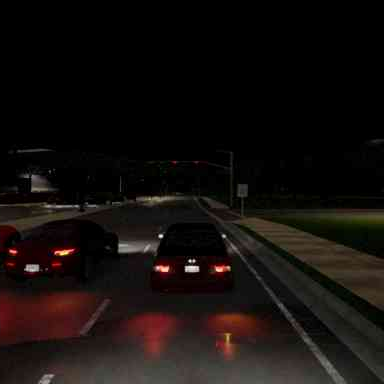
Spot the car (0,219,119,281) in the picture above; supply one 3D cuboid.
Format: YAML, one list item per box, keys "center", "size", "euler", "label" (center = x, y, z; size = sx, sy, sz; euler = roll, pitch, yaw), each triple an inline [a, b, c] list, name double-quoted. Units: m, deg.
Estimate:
- center: [-3.496, 1.526, 9.702]
  size: [1.812, 1.442, 4.674]
  euler: [0, 0, 1]
  label: "car"

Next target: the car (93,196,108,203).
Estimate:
- center: [-19.769, 1.551, 71.959]
  size: [1.994, 1.385, 4.181]
  euler: [0, 0, 0]
  label: "car"

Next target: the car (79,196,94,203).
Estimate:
- center: [-23.269, 1.523, 73.370]
  size: [1.812, 1.442, 4.674]
  euler: [0, 0, 0]
  label: "car"

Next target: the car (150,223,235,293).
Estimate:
- center: [0.007, 1.547, 8.991]
  size: [2.033, 1.411, 5.357]
  euler: [0, 0, 0]
  label: "car"

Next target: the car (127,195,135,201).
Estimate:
- center: [-16.266, 1.521, 88.518]
  size: [2.033, 1.411, 5.357]
  euler: [0, 0, 0]
  label: "car"

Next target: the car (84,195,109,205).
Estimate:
- center: [-16.344, 1.546, 57.633]
  size: [2.033, 1.411, 5.357]
  euler: [0, 0, 1]
  label: "car"

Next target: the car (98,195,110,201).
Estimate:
- center: [-23.266, 1.490, 88.063]
  size: [1.837, 1.490, 4.892]
  euler: [0, 0, 0]
  label: "car"

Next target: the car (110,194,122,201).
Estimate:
- center: [-19.766, 1.348, 86.653]
  size: [2.097, 1.767, 4.553]
  euler: [0, 0, 0]
  label: "car"

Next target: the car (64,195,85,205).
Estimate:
- center: [-19.842, 1.600, 57.412]
  size: [1.895, 1.301, 4.718]
  euler: [0, 0, 0]
  label: "car"

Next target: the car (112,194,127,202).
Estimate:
- center: [-16.269, 1.477, 73.079]
  size: [1.882, 1.535, 5.008]
  euler: [0, 0, 0]
  label: "car"

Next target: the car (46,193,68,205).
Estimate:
- center: [-23.333, 1.219, 58.064]
  size: [2.150, 2.045, 5.566]
  euler: [0, 0, 0]
  label: "car"
